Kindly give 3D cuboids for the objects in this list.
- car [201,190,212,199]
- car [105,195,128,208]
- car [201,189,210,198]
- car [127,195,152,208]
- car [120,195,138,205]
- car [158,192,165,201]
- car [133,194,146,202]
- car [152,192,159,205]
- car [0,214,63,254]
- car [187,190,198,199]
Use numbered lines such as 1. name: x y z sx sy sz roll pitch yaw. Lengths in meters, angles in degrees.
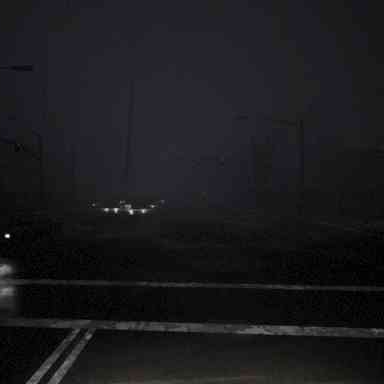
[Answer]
1. car: 3.618 0.910 77.548 1.994 1.385 4.181 0 1 0
2. car: -10.534 1.417 46.024 2.033 1.411 5.357 0 1 0
3. car: 3.633 0.378 87.541 2.150 2.045 5.566 0 1 0
4. car: -7.033 1.352 45.271 1.882 1.535 5.008 0 1 0
5. car: -10.505 1.245 55.593 2.128 1.511 4.902 0 1 0
6. car: -6.895 0.864 70.099 2.097 1.767 4.553 0 1 0
7. car: -10.423 1.179 66.435 1.895 1.301 4.718 0 1 1
8. car: -7.008 1.242 54.825 1.882 1.535 5.008 0 1 0
9. car: -7.084 1.601 13.626 1.895 1.301 4.718 0 0 0
10. car: 0.116 0.604 76.480 2.150 2.045 5.566 0 1 0
